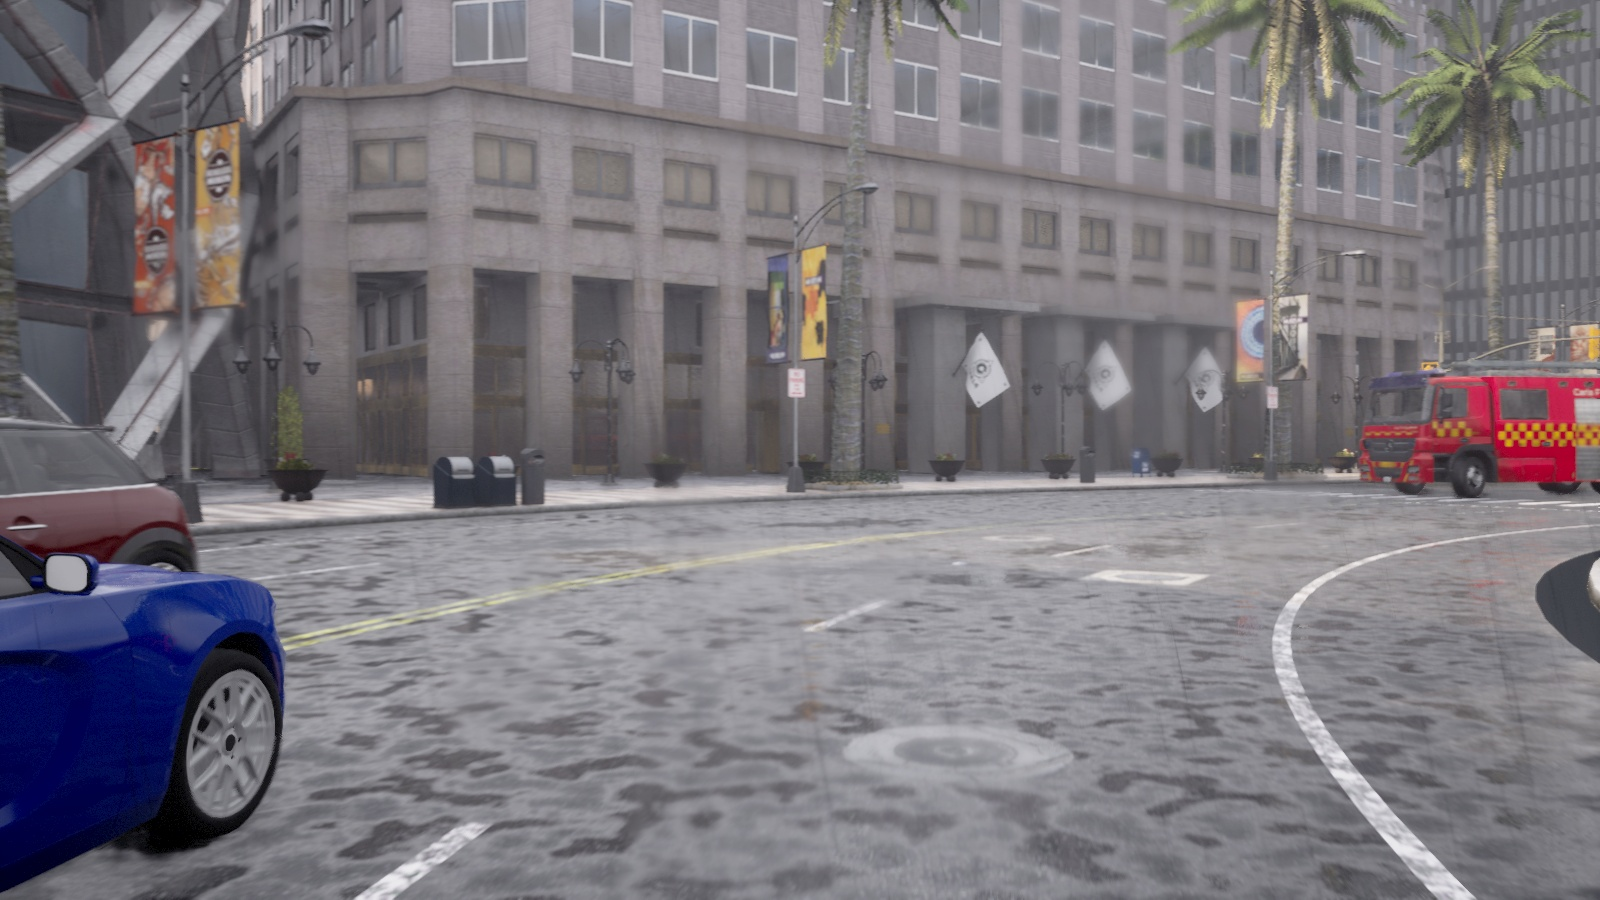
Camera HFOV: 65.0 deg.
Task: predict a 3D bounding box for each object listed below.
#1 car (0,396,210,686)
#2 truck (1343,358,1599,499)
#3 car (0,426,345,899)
[{"bbox_3d":[-6.014,0.552,7.450,2.097,1.767,4.553,0,0,15],"label":"car"},{"bbox_3d":[20.454,-0.587,36.485,8.468,3.827,2.891,0,0,-12],"label":"truck"},{"bbox_3d":[-3.214,0.700,3.244,1.882,1.535,5.008,0,0,5],"label":"car"}]
